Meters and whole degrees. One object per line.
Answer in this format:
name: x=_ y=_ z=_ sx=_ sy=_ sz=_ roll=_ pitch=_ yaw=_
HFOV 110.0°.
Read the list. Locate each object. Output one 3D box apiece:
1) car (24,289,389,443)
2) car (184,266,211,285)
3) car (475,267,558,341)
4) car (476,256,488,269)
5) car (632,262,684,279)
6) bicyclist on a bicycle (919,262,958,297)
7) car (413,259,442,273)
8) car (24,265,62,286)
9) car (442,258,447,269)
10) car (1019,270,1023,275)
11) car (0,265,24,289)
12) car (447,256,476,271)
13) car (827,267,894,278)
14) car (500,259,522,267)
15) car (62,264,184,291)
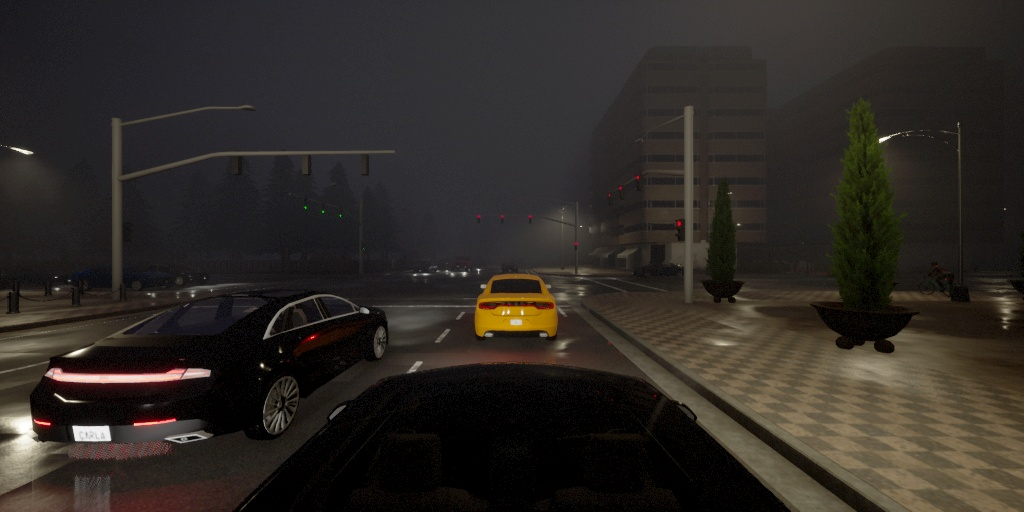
car: x=-3.423 y=1.242 z=5.364 sx=2.128 sy=1.511 sz=4.902 roll=0 pitch=0 yaw=1
car: x=-24.015 y=1.310 z=25.241 sx=4.892 sy=1.490 sz=1.837 roll=0 pitch=0 yaw=1
car: x=0.107 y=1.228 z=9.946 sx=1.882 sy=1.535 sz=5.008 roll=0 pitch=0 yaw=0
car: x=-5.319 y=1.255 z=58.541 sx=1.837 sy=1.490 sz=4.892 roll=0 pitch=0 yaw=15
car: x=13.400 y=1.297 z=32.526 sx=4.902 sy=1.511 sz=2.128 roll=0 pitch=0 yaw=0
bicyclist on a bicycle: x=20.288 y=1.106 z=17.061 sx=0.582 sy=1.620 sz=1.656 roll=0 pitch=0 yaw=0
car: x=-10.400 y=1.297 z=43.601 sx=2.033 sy=1.411 sz=5.357 roll=0 pitch=0 yaw=2
car: x=-33.757 y=1.353 z=25.204 sx=5.357 sy=1.411 sz=2.033 roll=0 pitch=0 yaw=0
car: x=-9.750 y=1.102 z=52.916 sx=2.097 sy=1.767 sz=4.553 roll=0 pitch=0 yaw=7
car: x=49.447 y=1.473 z=32.518 sx=4.718 sy=1.301 sz=1.895 roll=0 pitch=0 yaw=0
car: x=-33.968 y=1.029 z=21.704 sx=5.566 sy=2.045 sz=2.150 roll=0 pitch=0 yaw=0
car: x=-6.709 y=0.971 z=48.428 sx=2.150 sy=2.045 sz=5.566 roll=0 pitch=0 yaw=4
car: x=31.536 y=1.283 z=32.567 sx=5.008 sy=1.535 sz=1.882 roll=0 pitch=0 yaw=0
car: x=-0.147 y=1.351 z=43.164 sx=1.895 sy=1.301 sz=4.718 roll=0 pitch=0 yaw=3
car: x=-23.431 y=1.283 z=21.731 sx=5.008 sy=1.535 sz=1.882 roll=0 pitch=0 yaw=0
